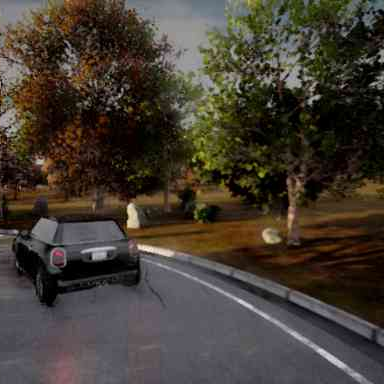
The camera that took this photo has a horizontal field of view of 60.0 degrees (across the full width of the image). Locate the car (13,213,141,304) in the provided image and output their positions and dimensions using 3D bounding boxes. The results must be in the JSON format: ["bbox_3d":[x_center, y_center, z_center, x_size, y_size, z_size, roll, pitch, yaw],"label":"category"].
[{"bbox_3d":[-3.123,1.310,8.472,2.097,1.767,4.553,-1,0,-36],"label":"car"}]
